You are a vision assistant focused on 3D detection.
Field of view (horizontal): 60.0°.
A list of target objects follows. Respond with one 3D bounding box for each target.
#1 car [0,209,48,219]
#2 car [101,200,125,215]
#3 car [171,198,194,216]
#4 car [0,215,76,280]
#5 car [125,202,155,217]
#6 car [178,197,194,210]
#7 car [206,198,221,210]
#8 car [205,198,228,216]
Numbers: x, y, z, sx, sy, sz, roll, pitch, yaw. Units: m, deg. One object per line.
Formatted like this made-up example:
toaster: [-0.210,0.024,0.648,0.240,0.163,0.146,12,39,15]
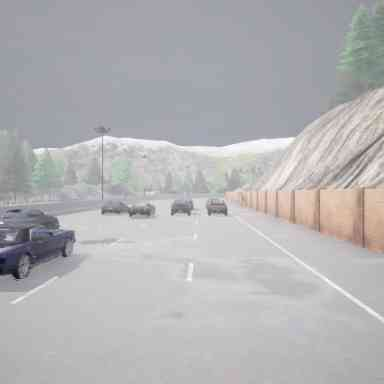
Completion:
car: [-8.486,1.564,17.021,1.994,1.385,4.181,0,0,2]
car: [-7.997,1.563,34.668,1.994,1.385,4.181,0,0,2]
car: [-1.041,1.505,33.039,1.837,1.490,4.892,0,0,1]
car: [-5.181,1.601,9.960,1.895,1.301,4.718,0,0,2]
car: [-4.594,1.601,31.114,1.895,1.301,4.718,0,0,2]
car: [-0.754,1.478,43.480,1.882,1.535,5.008,0,0,2]
car: [2.740,1.526,43.241,1.812,1.442,4.674,0,0,2]
car: [2.454,1.491,32.798,2.128,1.511,4.902,0,0,1]
